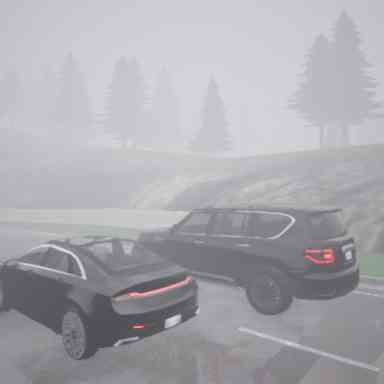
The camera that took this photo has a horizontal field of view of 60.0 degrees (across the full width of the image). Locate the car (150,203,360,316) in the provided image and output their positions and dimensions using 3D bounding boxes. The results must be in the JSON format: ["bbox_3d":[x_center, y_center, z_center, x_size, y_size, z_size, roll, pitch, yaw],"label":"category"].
[{"bbox_3d":[0.923,1.300,7.976,5.566,2.045,2.150,-1,-1,42],"label":"car"}]

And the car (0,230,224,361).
[{"bbox_3d":[-2.070,1.573,6.139,4.902,1.511,2.128,-1,-1,42],"label":"car"}]
